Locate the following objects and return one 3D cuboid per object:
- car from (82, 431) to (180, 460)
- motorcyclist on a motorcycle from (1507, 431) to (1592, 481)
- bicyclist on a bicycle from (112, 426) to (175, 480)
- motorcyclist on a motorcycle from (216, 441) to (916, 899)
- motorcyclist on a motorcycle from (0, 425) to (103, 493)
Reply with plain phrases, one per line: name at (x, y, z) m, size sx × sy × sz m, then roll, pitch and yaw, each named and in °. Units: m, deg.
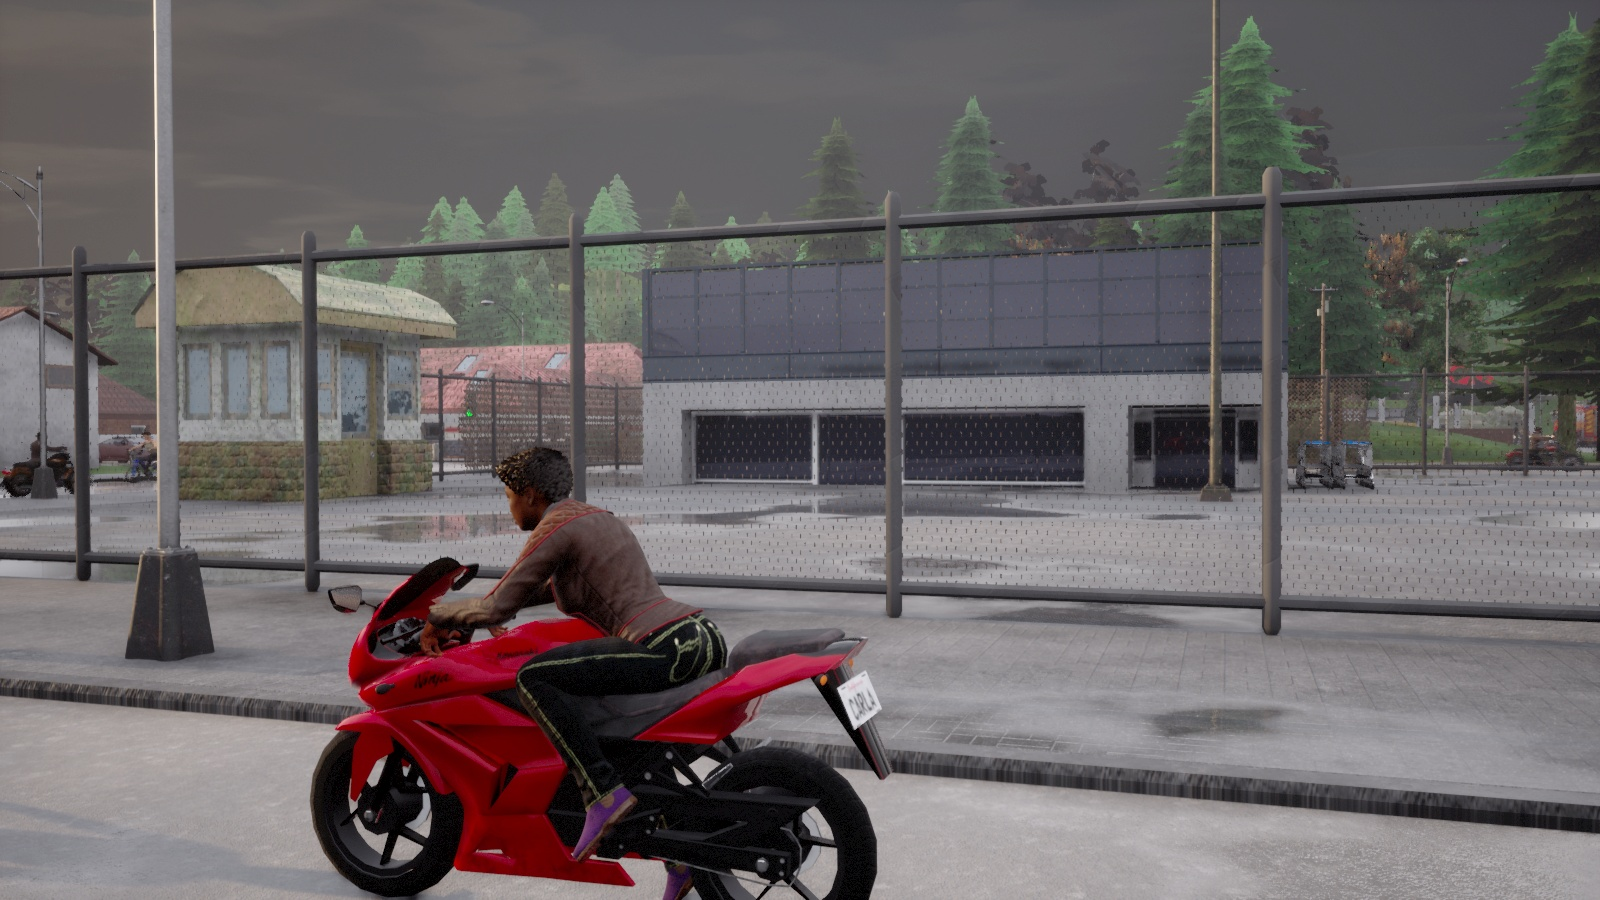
car at (-33.499, -0.237, 62.906) m, size 4.181 × 1.385 × 1.994 m, roll 1°, pitch 1°, yaw 18°
motorcyclist on a motorcycle at (25.567, 0.185, 42.899) m, size 2.350 × 1.649 × 0.766 m, roll 1°, pitch 1°, yaw 18°
bicyclist on a bicycle at (-20.422, 0.065, 39.101) m, size 0.866 × 1.612 × 1.509 m, roll 1°, pitch 2°, yaw 19°
motorcyclist on a motorcycle at (-0.729, 0.743, 3.978) m, size 2.044 × 1.523 × 0.797 m, roll 1°, pitch 1°, yaw 19°
motorcyclist on a motorcycle at (-18.774, 0.205, 31.509) m, size 0.766 × 1.649 × 2.350 m, roll 1°, pitch 1°, yaw 19°
